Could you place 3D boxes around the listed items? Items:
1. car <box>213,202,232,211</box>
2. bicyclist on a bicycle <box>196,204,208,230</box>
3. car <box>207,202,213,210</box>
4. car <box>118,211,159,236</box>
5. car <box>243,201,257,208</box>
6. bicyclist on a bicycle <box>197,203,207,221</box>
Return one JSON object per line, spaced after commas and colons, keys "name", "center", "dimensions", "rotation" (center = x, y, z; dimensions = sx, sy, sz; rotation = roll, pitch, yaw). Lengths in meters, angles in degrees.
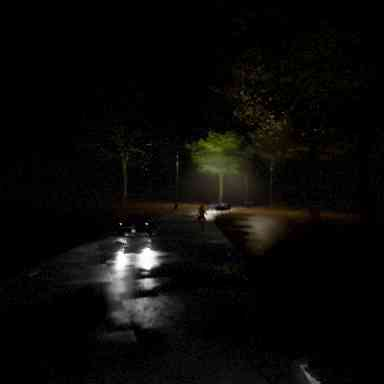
{"name": "car", "center": [5.405, 2.489, 56.089], "dimensions": [1.994, 1.385, 4.181], "rotation": [0, -1, 19]}
{"name": "bicyclist on a bicycle", "center": [0.679, 1.727, 22.378], "dimensions": [0.866, 1.612, 1.509], "rotation": [-1, -2, -1]}
{"name": "car", "center": [4.309, 2.539, 62.271], "dimensions": [1.812, 1.442, 4.674], "rotation": [0, -1, 22]}
{"name": "car", "center": [-3.216, 1.885, 20.544], "dimensions": [1.895, 1.301, 4.718], "rotation": [0, -1, 0]}
{"name": "car", "center": [12.503, 2.765, 72.118], "dimensions": [1.837, 1.490, 4.892], "rotation": [0, -1, 31]}
{"name": "bicyclist on a bicycle", "center": [1.000, 1.912, 31.842], "dimensions": [0.866, 1.612, 1.509], "rotation": [0, -1, 5]}
